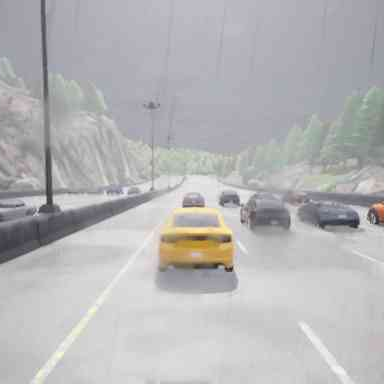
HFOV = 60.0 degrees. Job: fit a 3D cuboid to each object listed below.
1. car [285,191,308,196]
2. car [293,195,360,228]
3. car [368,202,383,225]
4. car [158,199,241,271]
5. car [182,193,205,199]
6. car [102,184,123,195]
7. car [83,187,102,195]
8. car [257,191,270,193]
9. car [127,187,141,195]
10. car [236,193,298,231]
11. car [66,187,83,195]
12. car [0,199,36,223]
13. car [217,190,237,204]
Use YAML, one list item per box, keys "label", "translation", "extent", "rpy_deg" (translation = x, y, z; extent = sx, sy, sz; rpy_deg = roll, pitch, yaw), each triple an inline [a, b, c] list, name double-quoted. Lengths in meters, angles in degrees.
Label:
- label: "car"
  translation: [10.633, 0.574, 33.883]
  extent: [1.812, 1.442, 4.674]
  rpy_deg: [0, 2, 0]
- label: "car"
  translation: [7.115, 1.064, 17.718]
  extent: [1.994, 1.385, 4.181]
  rpy_deg: [0, 2, 0]
- label: "car"
  translation: [10.614, 0.896, 16.200]
  extent: [2.097, 1.767, 4.553]
  rpy_deg: [0, 2, 0]
- label: "car"
  translation: [0.103, 1.195, 9.924]
  extent: [1.882, 1.535, 5.008]
  rpy_deg: [0, 2, 0]
- label: "car"
  translation: [0.126, 0.756, 28.143]
  extent: [2.033, 1.411, 5.357]
  rpy_deg: [0, 2, 0]
- label: "car"
  translation: [-13.966, -0.466, 60.316]
  extent: [2.150, 2.045, 5.566]
  rpy_deg: [0, 2, 1]
- label: "car"
  translation: [-17.456, -0.148, 60.408]
  extent: [2.033, 1.411, 5.357]
  rpy_deg: [0, 2, 1]
- label: "car"
  translation: [7.132, 0.623, 33.494]
  extent: [1.994, 1.385, 4.181]
  rpy_deg: [0, 2, 0]
- label: "car"
  translation: [-10.474, -0.188, 60.265]
  extent: [1.837, 1.490, 4.892]
  rpy_deg: [0, 2, 1]
- label: "car"
  translation: [3.615, 1.025, 16.978]
  extent: [1.837, 1.490, 4.892]
  rpy_deg: [0, 2, 0]
- label: "car"
  translation: [-20.953, -0.146, 60.365]
  extent: [2.033, 1.411, 5.357]
  rpy_deg: [0, 2, 0]
- label: "car"
  translation: [-10.583, 1.082, 18.353]
  extent: [1.895, 1.301, 4.718]
  rpy_deg: [0, 2, 0]
- label: "car"
  translation: [3.632, 0.576, 33.032]
  extent: [1.837, 1.490, 4.892]
  rpy_deg: [0, 2, 0]
